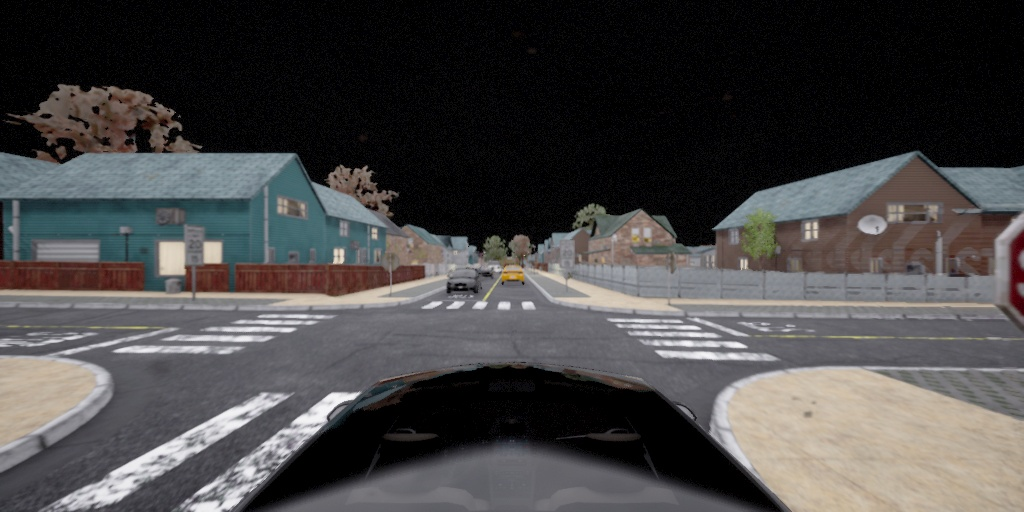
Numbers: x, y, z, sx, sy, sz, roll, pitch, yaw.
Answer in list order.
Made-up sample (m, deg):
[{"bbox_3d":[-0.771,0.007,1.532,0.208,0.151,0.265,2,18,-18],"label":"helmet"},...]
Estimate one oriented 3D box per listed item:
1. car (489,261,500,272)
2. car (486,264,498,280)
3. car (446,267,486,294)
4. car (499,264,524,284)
[{"bbox_3d":[-2.787,1.892,57.817,2.150,2.045,5.566,0,-1,0],"label":"car"},{"bbox_3d":[-2.872,1.846,38.659,1.895,1.301,4.718,0,-1,0],"label":"car"},{"bbox_3d":[-2.863,1.507,22.317,1.837,1.490,4.892,0,-1,0],"label":"car"},{"bbox_3d":[0.080,1.616,31.886,1.882,1.535,5.008,0,-1,0],"label":"car"}]
